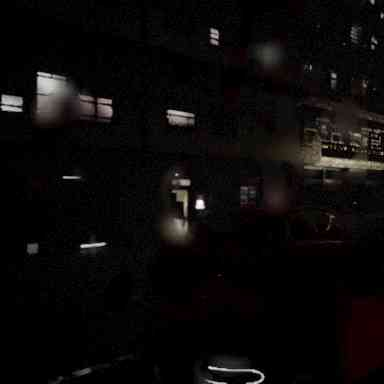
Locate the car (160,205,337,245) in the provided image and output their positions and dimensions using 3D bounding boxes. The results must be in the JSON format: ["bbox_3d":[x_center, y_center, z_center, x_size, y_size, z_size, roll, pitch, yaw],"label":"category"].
[{"bbox_3d":[1.494,1.275,7.621,5.009,1.841,2.192,-1,1,-36],"label":"car"}]

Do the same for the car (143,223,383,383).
[{"bbox_3d":[1.742,1.449,4.612,5.008,1.535,1.882,-1,1,-35],"label":"car"}]
